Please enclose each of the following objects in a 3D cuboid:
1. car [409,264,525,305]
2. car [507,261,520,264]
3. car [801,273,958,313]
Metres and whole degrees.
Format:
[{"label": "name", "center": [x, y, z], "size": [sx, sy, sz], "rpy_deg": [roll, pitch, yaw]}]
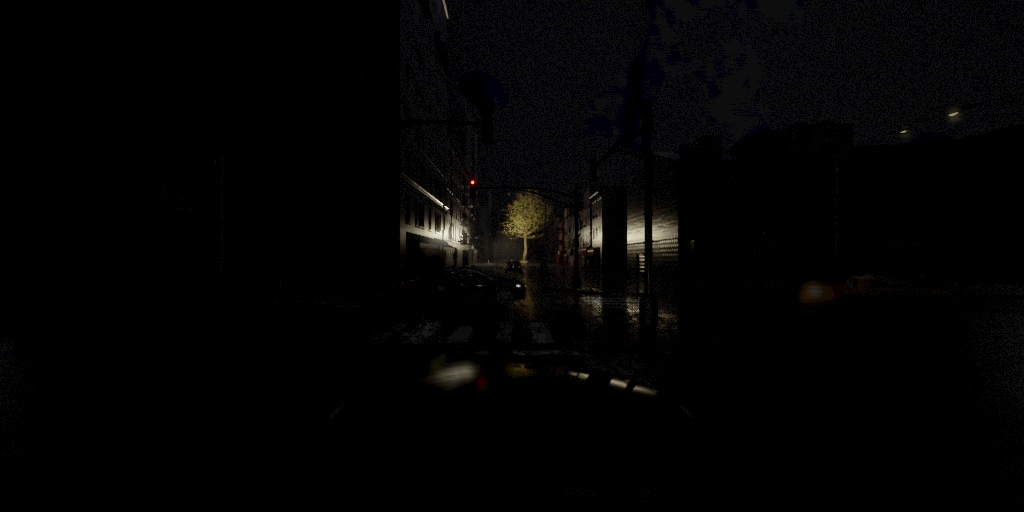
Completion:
[{"label": "car", "center": [-1.873, 1.233, 15.440], "size": [4.902, 1.511, 2.128], "rpy_deg": [0, 0, -7]}, {"label": "car", "center": [0.164, 1.276, 43.487], "size": [2.033, 1.411, 5.357], "rpy_deg": [0, 0, 0]}, {"label": "car", "center": [13.903, 1.346, 13.670], "size": [4.829, 1.417, 1.751], "rpy_deg": [0, 0, 0]}]
